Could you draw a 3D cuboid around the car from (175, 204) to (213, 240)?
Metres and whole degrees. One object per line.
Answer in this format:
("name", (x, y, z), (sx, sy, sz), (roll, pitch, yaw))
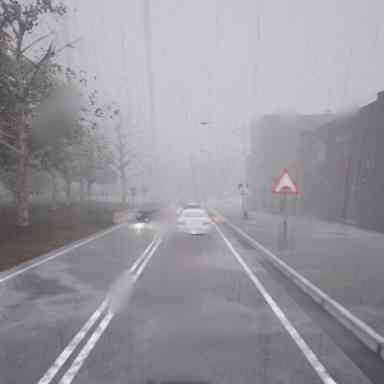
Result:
("car", (0.082, 1.580, 17.308), (1.812, 1.442, 4.674), (0, 0, 0))

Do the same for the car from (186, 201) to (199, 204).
("car", (0.033, 1.669, 35.157), (1.812, 1.442, 4.674), (0, 0, 0))

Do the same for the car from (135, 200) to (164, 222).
("car", (-3.390, 1.448, 27.461), (2.033, 1.411, 5.357), (0, 5, 0))
